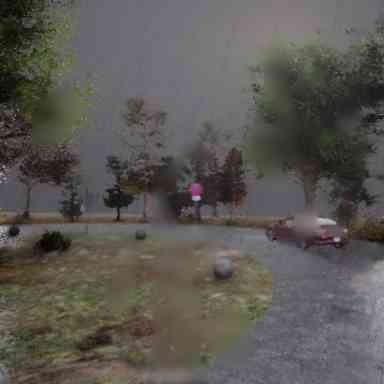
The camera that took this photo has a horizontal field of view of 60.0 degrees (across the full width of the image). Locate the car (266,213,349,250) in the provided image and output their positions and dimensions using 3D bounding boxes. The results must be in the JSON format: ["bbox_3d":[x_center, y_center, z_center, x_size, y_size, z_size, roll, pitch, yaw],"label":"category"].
[{"bbox_3d":[5.105,1.706,15.212,1.812,1.442,4.674,1,-1,-14],"label":"car"}]
